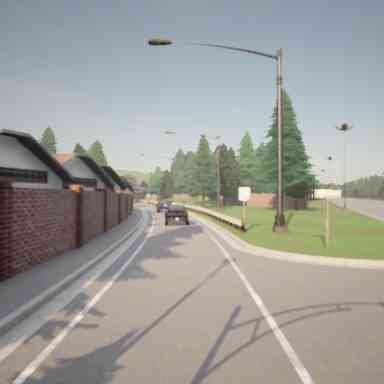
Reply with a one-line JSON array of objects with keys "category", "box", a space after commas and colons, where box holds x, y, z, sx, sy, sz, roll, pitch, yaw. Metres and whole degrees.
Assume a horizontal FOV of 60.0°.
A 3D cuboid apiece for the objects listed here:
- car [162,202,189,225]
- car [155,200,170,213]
[{"category": "car", "box": [-1.332, 1.799, 27.309, 1.837, 1.490, 4.892, 0, -1, -5]}, {"category": "car", "box": [-3.848, 1.840, 45.251, 2.097, 1.767, 4.553, 0, -1, -10]}]
